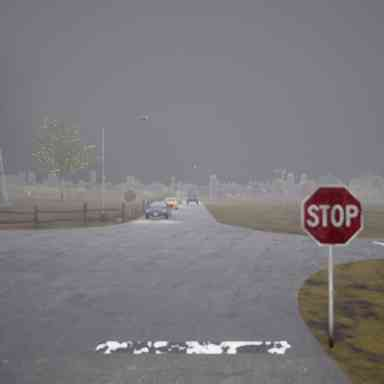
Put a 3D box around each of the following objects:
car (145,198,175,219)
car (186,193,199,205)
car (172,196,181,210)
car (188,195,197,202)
[{"bbox_3d":[-2.850,1.517,29.030,1.812,1.442,4.674,0,0,2],"label":"car"},{"bbox_3d":[0.088,1.221,61.073,2.150,2.045,5.566,0,0,0],"label":"car"},{"bbox_3d":[-2.777,1.467,42.270,1.882,1.535,5.008,0,0,0],"label":"car"},{"bbox_3d":[0.103,1.396,71.469,1.994,1.385,4.181,0,0,0],"label":"car"}]
